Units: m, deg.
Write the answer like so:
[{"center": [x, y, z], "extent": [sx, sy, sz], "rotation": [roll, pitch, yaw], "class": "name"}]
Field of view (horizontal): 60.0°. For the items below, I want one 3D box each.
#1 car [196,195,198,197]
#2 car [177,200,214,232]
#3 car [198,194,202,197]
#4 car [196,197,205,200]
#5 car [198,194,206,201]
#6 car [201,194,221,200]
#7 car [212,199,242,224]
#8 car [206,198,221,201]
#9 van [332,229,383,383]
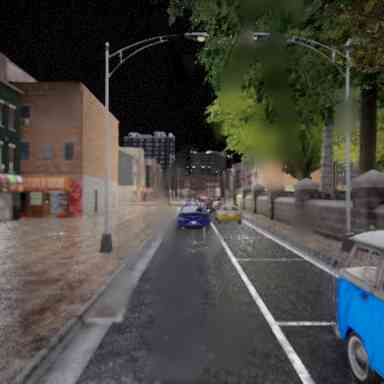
[{"center": [2.658, 1.669, 83.637], "extent": [1.887, 1.381, 4.507], "rotation": [0, 0, 0], "class": "car"}, {"center": [0.101, 1.474, 20.254], "extent": [1.882, 1.535, 5.008], "rotation": [0, 0, 0], "class": "car"}, {"center": [2.656, 1.617, 67.325], "extent": [1.887, 1.381, 4.507], "rotation": [1, 0, 0], "class": "car"}, {"center": [0.107, 1.558, 37.430], "extent": [2.033, 1.411, 5.357], "rotation": [0, 0, 0], "class": "car"}, {"center": [2.661, 1.459, 89.075], "extent": [2.192, 1.841, 5.009], "rotation": [0, 0, 0], "class": "car"}, {"center": [2.655, 1.330, 40.895], "extent": [2.192, 1.841, 5.009], "rotation": [1, 0, 0], "class": "car"}, {"center": [2.651, 1.524, 24.717], "extent": [1.752, 1.417, 4.829], "rotation": [1, 0, 0], "class": "car"}, {"center": [2.652, 1.590, 35.446], "extent": [1.802, 1.307, 4.206], "rotation": [1, 0, 0], "class": "car"}, {"center": [2.651, 1.340, 2.749], "extent": [1.690, 1.788, 3.998], "rotation": [1, 0, 0], "class": "van"}]
